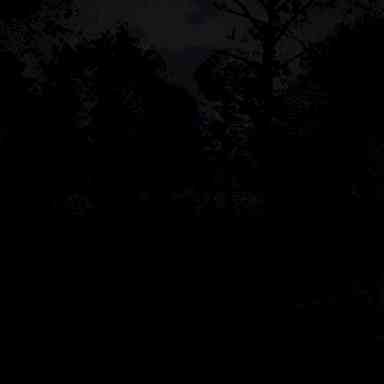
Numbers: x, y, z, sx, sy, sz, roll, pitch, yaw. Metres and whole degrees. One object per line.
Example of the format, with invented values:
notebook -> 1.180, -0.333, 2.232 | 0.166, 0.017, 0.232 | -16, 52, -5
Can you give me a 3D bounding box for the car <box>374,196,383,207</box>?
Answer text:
car -> 27.547, 1.357, 47.930 | 1.882, 1.535, 5.008 | -1, 0, 22
